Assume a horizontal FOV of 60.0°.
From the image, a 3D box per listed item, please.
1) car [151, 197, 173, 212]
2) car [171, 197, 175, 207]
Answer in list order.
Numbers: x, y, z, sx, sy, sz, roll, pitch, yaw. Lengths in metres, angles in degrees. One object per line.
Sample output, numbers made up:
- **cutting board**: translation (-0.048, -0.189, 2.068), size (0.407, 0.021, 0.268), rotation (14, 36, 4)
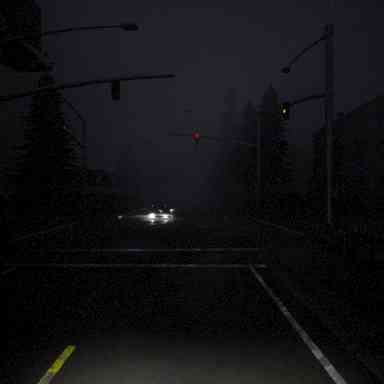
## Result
- **car**: translation (-3.579, 1.601, 38.185), size (1.895, 1.301, 4.718), rotation (0, 0, 0)
- **car**: translation (-3.557, 1.505, 48.310), size (1.837, 1.490, 4.892), rotation (0, 0, 0)
